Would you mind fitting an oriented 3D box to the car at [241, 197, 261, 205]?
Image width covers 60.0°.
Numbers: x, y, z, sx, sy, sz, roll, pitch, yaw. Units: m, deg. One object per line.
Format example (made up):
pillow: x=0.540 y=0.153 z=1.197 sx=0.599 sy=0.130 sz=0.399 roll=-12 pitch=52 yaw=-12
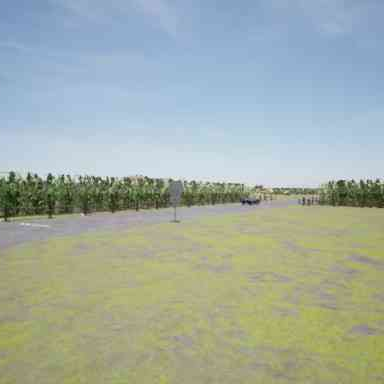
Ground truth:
car: x=10.115 y=1.549 z=56.885 sx=1.895 sy=1.301 sz=4.718 roll=0 pitch=0 yaw=31
